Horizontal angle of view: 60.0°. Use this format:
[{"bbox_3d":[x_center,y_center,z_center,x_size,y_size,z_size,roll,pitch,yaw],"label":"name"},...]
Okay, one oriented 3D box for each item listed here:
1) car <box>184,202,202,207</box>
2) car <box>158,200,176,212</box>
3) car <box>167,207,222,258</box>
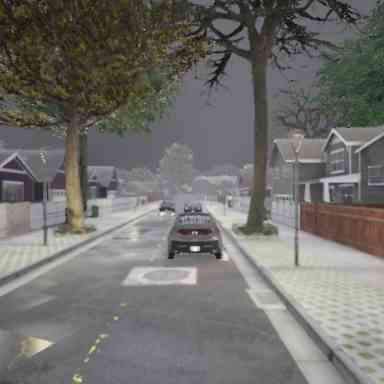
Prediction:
[{"bbox_3d":[0.080,1.672,35.183,1.895,1.301,4.718,0,0,0],"label":"car"},{"bbox_3d":[-2.859,1.630,39.586,2.033,1.411,5.357,0,0,0],"label":"car"},{"bbox_3d":[0.089,1.523,12.825,1.837,1.490,4.892,0,0,0],"label":"car"}]
